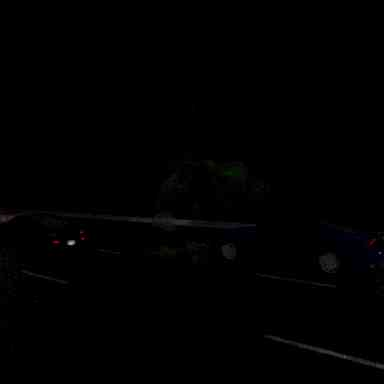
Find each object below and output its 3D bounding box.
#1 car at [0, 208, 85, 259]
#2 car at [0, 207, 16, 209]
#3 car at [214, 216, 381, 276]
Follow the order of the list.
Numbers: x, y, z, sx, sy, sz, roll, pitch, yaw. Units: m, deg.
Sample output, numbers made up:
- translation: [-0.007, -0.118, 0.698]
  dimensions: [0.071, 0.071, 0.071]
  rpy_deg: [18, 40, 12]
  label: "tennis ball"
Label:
- translation: [-5.942, 1.529, 12.531]
  dimensions: [4.674, 1.442, 1.812]
  rpy_deg: [0, 0, 36]
  label: "car"
- translation: [-12.492, 1.607, 21.504]
  dimensions: [4.718, 1.301, 1.895]
  rpy_deg: [0, 0, 36]
  label: "car"
- translation: [3.045, 1.478, 10.417]
  dimensions: [5.008, 1.535, 1.882]
  rpy_deg: [0, 0, 36]
  label: "car"
